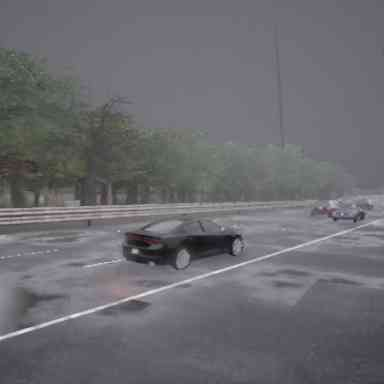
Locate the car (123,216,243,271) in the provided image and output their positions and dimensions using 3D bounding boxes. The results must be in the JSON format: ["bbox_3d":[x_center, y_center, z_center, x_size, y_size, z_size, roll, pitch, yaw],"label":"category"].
[{"bbox_3d":[-0.070,1.586,11.553,1.882,1.535,5.008,0,0,39],"label":"car"}]

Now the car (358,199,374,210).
[{"bbox_3d":[27.409,1.924,52.710,2.097,1.767,4.553,0,-1,36],"label":"car"}]

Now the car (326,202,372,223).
[{"bbox_3d":[13.600,1.844,28.650,2.033,1.411,5.357,0,0,38],"label":"car"}]

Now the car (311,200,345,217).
[{"bbox_3d":[14.157,1.691,34.954,2.097,1.767,4.553,0,-1,38],"label":"car"}]

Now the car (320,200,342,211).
[{"bbox_3d":[20.777,1.975,49.706,1.882,1.535,5.008,0,-1,36],"label":"car"}]

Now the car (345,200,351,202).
[{"bbox_3d":[26.692,2.103,57.832,2.128,1.511,4.902,0,-1,36],"label":"car"}]
